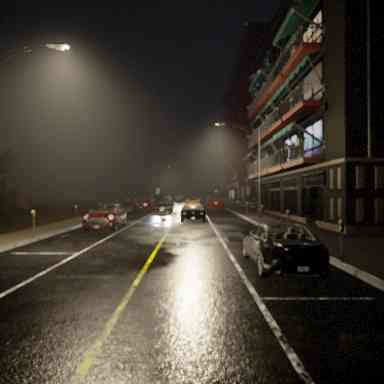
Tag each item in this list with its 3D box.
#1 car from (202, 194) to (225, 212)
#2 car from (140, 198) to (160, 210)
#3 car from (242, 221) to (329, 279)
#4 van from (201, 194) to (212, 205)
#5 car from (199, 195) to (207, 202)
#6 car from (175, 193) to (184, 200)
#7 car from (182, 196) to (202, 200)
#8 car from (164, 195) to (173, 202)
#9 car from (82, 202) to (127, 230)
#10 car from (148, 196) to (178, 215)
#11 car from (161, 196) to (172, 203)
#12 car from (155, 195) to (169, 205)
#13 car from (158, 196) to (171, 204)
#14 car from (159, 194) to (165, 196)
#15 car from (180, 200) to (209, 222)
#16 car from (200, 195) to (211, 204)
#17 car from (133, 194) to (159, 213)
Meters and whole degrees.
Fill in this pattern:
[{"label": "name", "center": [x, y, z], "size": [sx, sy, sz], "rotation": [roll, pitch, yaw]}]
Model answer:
[{"label": "car", "center": [2.560, 1.300, 37.590], "size": [2.192, 1.841, 5.009], "rotation": [1, 0, 0]}, {"label": "car", "center": [-5.325, 1.533, 42.756], "size": [2.008, 1.369, 4.403], "rotation": [1, 0, 0]}, {"label": "car", "center": [2.569, 1.547, 9.866], "size": [2.008, 1.369, 4.403], "rotation": [1, 0, 0]}, {"label": "van", "center": [2.550, 1.317, 59.770], "size": [1.690, 1.788, 3.998], "rotation": [1, 0, 0]}, {"label": "car", "center": [2.541, 1.495, 76.574], "size": [1.752, 1.417, 4.829], "rotation": [1, 0, 0]}, {"label": "car", "center": [-2.783, 1.079, 74.756], "size": [2.097, 1.767, 4.553], "rotation": [0, 0, 0]}, {"label": "car", "center": [0.081, 1.460, 42.883], "size": [1.882, 1.535, 5.008], "rotation": [0, 0, 0]}, {"label": "car", "center": [-5.339, 1.495, 75.804], "size": [1.752, 1.417, 4.829], "rotation": [1, 0, 0]}, {"label": "car", "center": [-5.314, 1.431, 20.611], "size": [1.967, 1.590, 4.097], "rotation": [1, 0, 0]}, {"label": "car", "center": [-2.860, 1.477, 34.122], "size": [2.128, 1.511, 4.902], "rotation": [0, 0, 0]}, {"label": "car", "center": [-5.337, 1.516, 70.438], "size": [1.887, 1.381, 4.507], "rotation": [1, 0, 0]}, {"label": "car", "center": [-5.331, 1.416, 59.365], "size": [1.967, 1.590, 4.097], "rotation": [1, 0, 0]}, {"label": "car", "center": [-5.335, 1.524, 64.902], "size": [2.008, 1.369, 4.403], "rotation": [1, 0, 0]}, {"label": "car", "center": [-5.327, 1.293, 53.829], "size": [2.192, 1.841, 5.009], "rotation": [1, 0, 0]}, {"label": "car", "center": [0.088, 1.590, 26.268], "size": [1.895, 1.301, 4.718], "rotation": [0, 0, 0]}, {"label": "car", "center": [2.547, 1.414, 65.315], "size": [1.967, 1.590, 4.097], "rotation": [1, 0, 0]}, {"label": "car", "center": [-5.320, 1.300, 37.220], "size": [2.192, 1.841, 5.009], "rotation": [1, 0, 0]}]
